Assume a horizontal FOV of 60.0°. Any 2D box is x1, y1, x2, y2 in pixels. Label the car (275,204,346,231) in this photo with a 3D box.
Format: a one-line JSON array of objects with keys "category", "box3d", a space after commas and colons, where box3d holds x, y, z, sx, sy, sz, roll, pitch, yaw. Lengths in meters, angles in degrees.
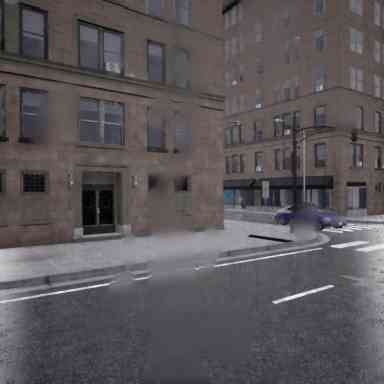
[{"category": "car", "box3d": [7.155, 1.488, 20.612, 1.812, 1.442, 4.674, 0, 0, -30]}]
